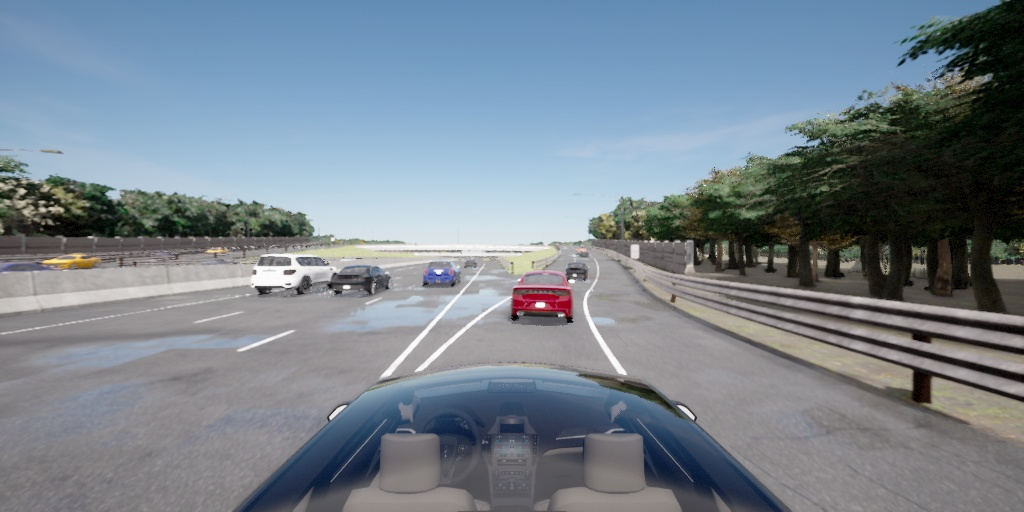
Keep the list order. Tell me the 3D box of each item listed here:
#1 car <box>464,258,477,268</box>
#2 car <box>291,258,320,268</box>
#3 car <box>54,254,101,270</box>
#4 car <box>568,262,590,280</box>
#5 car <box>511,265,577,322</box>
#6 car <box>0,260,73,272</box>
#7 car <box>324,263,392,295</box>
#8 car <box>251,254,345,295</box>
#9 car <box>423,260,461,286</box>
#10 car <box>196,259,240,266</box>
[{"bbox_3d":[-6.469,1.079,56.757,2.128,1.511,4.902,0,0,-3],"label":"car"},{"bbox_3d":[-30.878,1.028,53.833,1.812,1.442,4.674,0,1,-3],"label":"car"},{"bbox_3d":[-43.643,0.610,35.685,1.882,1.535,5.008,0,1,-21],"label":"car"},{"bbox_3d":[5.720,1.274,31.587,1.837,1.490,4.892,0,1,15],"label":"car"},{"bbox_3d":[1.162,1.238,12.548,1.882,1.535,5.008,1,0,8],"label":"car"},{"bbox_3d":[-29.173,1.130,20.656,1.812,1.442,4.674,1,0,-3],"label":"car"},{"bbox_3d":[-7.894,1.218,19.284,1.837,1.490,4.892,0,0,-3],"label":"car"},{"bbox_3d":[-11.398,0.922,19.313,2.150,2.045,5.566,0,0,-3],"label":"car"},{"bbox_3d":[-4.767,1.075,24.897,2.097,1.767,4.553,0,0,-3],"label":"car"},{"bbox_3d":[-29.990,1.108,36.544,2.128,1.511,4.902,0,0,-3],"label":"car"}]
